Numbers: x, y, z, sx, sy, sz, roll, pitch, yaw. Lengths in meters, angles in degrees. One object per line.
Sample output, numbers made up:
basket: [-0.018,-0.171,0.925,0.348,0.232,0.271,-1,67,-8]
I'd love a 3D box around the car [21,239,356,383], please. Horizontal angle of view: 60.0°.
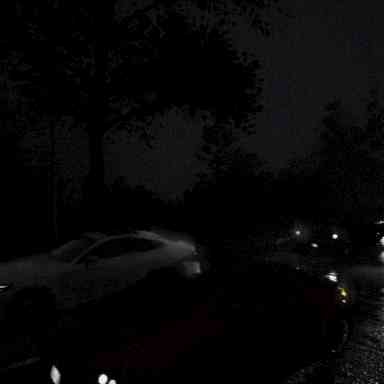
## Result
car: [0.287,1.574,4.387,4.181,1.385,1.994,0,0,-37]

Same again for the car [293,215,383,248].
car: [6.139,1.649,13.620,4.718,1.301,1.895,0,-1,-42]

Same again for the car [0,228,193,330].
car: [-1.923,1.551,7.086,4.674,1.442,1.812,0,0,-37]
